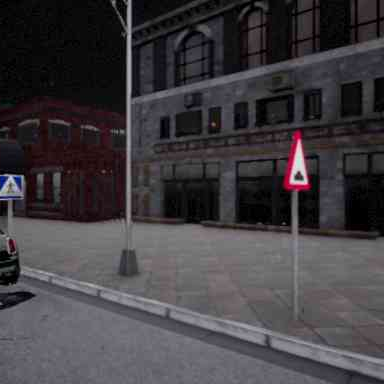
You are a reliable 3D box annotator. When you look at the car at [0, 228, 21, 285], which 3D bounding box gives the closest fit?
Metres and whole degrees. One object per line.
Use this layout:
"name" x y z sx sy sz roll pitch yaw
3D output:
"car" -6.166 1.344 8.053 4.553 1.767 2.097 -2 -1 37
